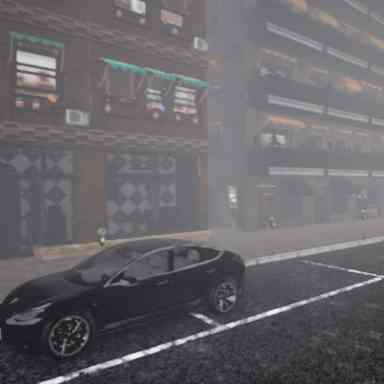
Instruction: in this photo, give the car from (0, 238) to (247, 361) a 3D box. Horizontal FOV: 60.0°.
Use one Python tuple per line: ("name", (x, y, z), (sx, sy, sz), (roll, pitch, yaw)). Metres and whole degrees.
("car", (-0.917, 1.555, 5.916), (4.313, 1.339, 1.947), (0, -1, -35))
